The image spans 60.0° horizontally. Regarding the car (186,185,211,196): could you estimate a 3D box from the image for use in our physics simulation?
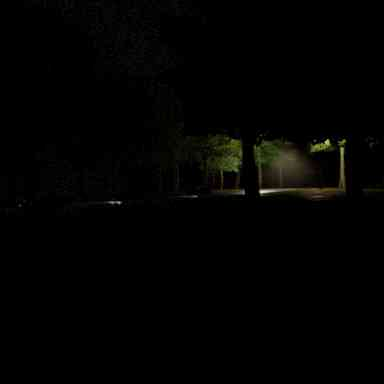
[{"bbox_3d":[1.015,-0.273,52.460,1.882,1.535,5.008,-1,2,38],"label":"car"}]

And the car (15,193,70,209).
[{"bbox_3d":[-14.495,0.829,32.338,1.895,1.301,4.718,-1,2,37],"label":"car"}]

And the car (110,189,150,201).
[{"bbox_3d":[-7.626,0.332,41.292,2.033,1.411,5.357,-1,2,37],"label":"car"}]
